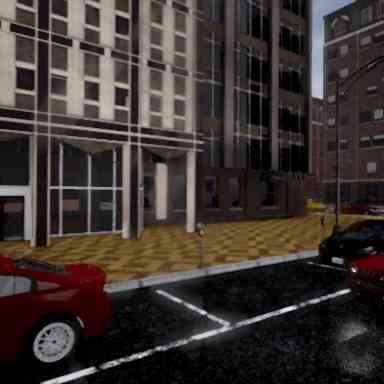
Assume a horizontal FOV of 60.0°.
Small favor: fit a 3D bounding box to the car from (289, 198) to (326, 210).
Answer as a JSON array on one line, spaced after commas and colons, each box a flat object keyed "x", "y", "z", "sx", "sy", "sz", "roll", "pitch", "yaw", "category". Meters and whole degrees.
[{"x": 16.148, "y": 1.635, "z": 46.701, "sx": 1.752, "sy": 1.417, "sz": 4.829, "roll": 1, "pitch": 0, "yaw": -36, "category": "car"}]

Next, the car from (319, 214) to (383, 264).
[{"x": 5.963, "y": 1.605, "z": 10.812, "sx": 4.313, "sy": 1.339, "sz": 1.947, "roll": 0, "pitch": 0, "yaw": -36, "category": "car"}]

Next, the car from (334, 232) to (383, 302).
[{"x": 5.343, "y": 1.630, "z": 7.185, "sx": 4.718, "sy": 1.301, "sz": 1.895, "roll": 0, "pitch": 0, "yaw": -35, "category": "car"}]

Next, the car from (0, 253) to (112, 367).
[{"x": -3.298, "y": 1.543, "z": 4.203, "sx": 4.507, "sy": 1.381, "sz": 1.887, "roll": 0, "pitch": 0, "yaw": -36, "category": "car"}]

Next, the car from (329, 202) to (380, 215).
[{"x": 16.040, "y": 1.642, "z": 32.474, "sx": 1.802, "sy": 1.307, "sz": 4.206, "roll": 1, "pitch": 0, "yaw": -36, "category": "car"}]

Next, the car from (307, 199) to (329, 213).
[{"x": 12.839, "y": 1.574, "z": 36.938, "sx": 1.752, "sy": 1.417, "sz": 4.829, "roll": 1, "pitch": 0, "yaw": -36, "category": "car"}]
